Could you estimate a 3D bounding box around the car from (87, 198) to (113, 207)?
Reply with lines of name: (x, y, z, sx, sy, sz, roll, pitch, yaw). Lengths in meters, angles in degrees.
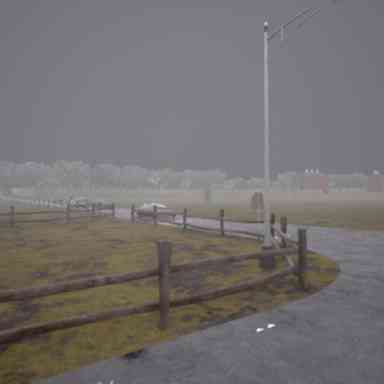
car: (-12.827, 1.600, 47.522, 2.128, 1.511, 4.902, -2, 1, -35)

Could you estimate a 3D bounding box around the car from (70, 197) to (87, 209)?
car: (-16.372, 1.738, 47.644, 1.994, 1.385, 4.181, -2, 1, -35)

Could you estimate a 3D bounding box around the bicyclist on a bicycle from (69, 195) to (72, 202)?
bicyclist on a bicycle: (-23.125, 1.442, 63.284, 0.659, 1.776, 1.843, -2, 1, -35)

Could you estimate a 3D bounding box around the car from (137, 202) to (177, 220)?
car: (-3.158, 1.649, 28.866, 1.812, 1.442, 4.674, -2, 1, -35)

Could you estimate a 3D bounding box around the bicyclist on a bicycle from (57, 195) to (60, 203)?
bicyclist on a bicycle: (-28.330, 1.500, 70.629, 0.866, 1.612, 1.509, -2, 1, -35)

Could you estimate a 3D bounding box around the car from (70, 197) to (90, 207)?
car: (-18.876, 1.606, 55.985, 1.837, 1.490, 4.892, -2, 1, -35)
